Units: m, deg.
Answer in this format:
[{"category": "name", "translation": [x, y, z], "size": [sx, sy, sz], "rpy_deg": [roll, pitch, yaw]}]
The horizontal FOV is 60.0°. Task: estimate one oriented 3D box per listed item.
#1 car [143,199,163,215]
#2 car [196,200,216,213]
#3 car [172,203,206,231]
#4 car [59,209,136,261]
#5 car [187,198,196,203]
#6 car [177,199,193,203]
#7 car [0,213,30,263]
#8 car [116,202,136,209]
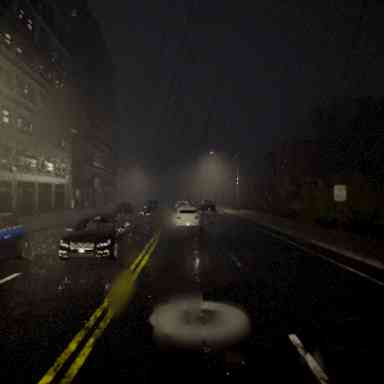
[{"category": "car", "translation": [-4.476, 1.685, 38.981], "size": [2.097, 1.767, 4.553], "rpy_deg": [0, 0, -3]}, {"category": "car", "translation": [1.919, 1.864, 42.755], "size": [1.837, 1.490, 4.892], "rpy_deg": [0, 0, -4]}, {"category": "car", "translation": [-0.322, 1.717, 22.171], "size": [1.812, 1.442, 4.674], "rpy_deg": [0, 0, -2]}, {"category": "car", "translation": [-3.516, 1.619, 12.863], "size": [1.837, 1.490, 4.892], "rpy_deg": [0, 0, -1]}, {"category": "car", "translation": [0.540, 2.105, 60.876], "size": [1.895, 1.301, 4.718], "rpy_deg": [0, 0, -5]}, {"category": "car", "translation": [-1.157, 1.865, 40.013], "size": [1.812, 1.442, 4.674], "rpy_deg": [0, 0, -3]}, {"category": "car", "translation": [-6.714, 1.442, 9.794], "size": [2.097, 1.767, 4.553], "rpy_deg": [0, -1, -1]}, {"category": "car", "translation": [-7.737, 1.886, 39.229], "size": [2.033, 1.411, 5.357], "rpy_deg": [0, 0, -3]}]
